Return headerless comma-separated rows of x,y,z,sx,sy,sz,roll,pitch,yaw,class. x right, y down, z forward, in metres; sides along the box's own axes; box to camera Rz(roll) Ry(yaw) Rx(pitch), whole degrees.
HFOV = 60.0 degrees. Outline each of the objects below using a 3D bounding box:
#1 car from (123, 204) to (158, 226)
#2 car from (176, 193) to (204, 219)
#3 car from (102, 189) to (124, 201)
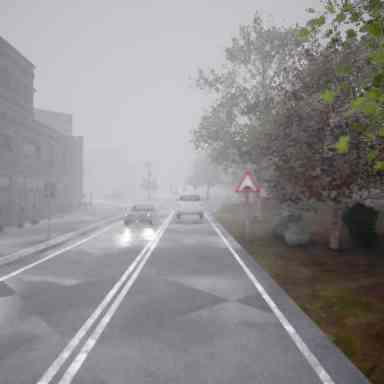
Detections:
-3.489,1.549,23.257,1.895,1.301,4.718,0,0,0,car
-0.165,1.126,28.229,2.150,2.045,5.566,0,0,0,car
-14.977,0.540,63.662,2.150,2.045,5.566,-1,1,14,car
